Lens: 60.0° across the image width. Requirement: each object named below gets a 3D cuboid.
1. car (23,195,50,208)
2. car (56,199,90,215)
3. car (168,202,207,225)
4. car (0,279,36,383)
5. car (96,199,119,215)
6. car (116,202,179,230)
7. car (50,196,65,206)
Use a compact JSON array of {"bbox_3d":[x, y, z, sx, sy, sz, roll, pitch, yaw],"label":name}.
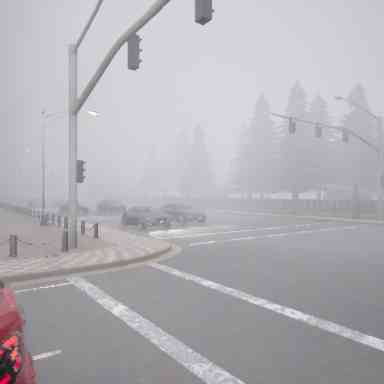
[{"bbox_3d":[-23.472,1.558,50.133,2.128,1.511,4.902,0,0,-36],"label":"car"},{"bbox_3d":[-12.130,1.650,34.247,1.895,1.301,4.718,0,0,-36],"label":"car"},{"bbox_3d":[-0.848,1.551,24.589,1.837,1.490,4.892,0,0,-36],"label":"car"},{"bbox_3d":[-3.658,1.227,1.259,5.566,2.045,2.150,0,0,-35],"label":"car"},{"bbox_3d":[-8.569,1.524,35.293,1.882,1.535,5.008,0,0,-36],"label":"car"},{"bbox_3d":[-2.996,1.613,21.583,1.994,1.385,4.181,0,0,-36],"label":"car"},{"bbox_3d":[-20.425,1.612,51.889,1.994,1.385,4.181,0,0,-35],"label":"car"}]
